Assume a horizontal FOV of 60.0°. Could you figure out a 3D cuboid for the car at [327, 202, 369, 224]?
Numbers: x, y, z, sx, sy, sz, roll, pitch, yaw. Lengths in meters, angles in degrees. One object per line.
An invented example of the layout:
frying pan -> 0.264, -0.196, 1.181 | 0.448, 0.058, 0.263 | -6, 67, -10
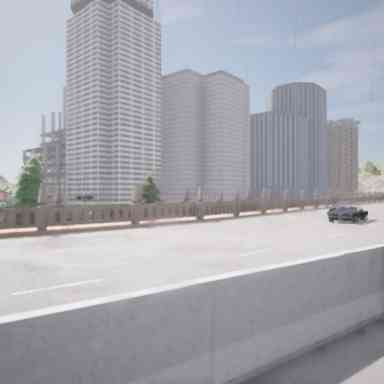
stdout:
car -> 12.056, 1.695, 25.586 | 1.895, 1.301, 4.718 | 0, 0, 40
